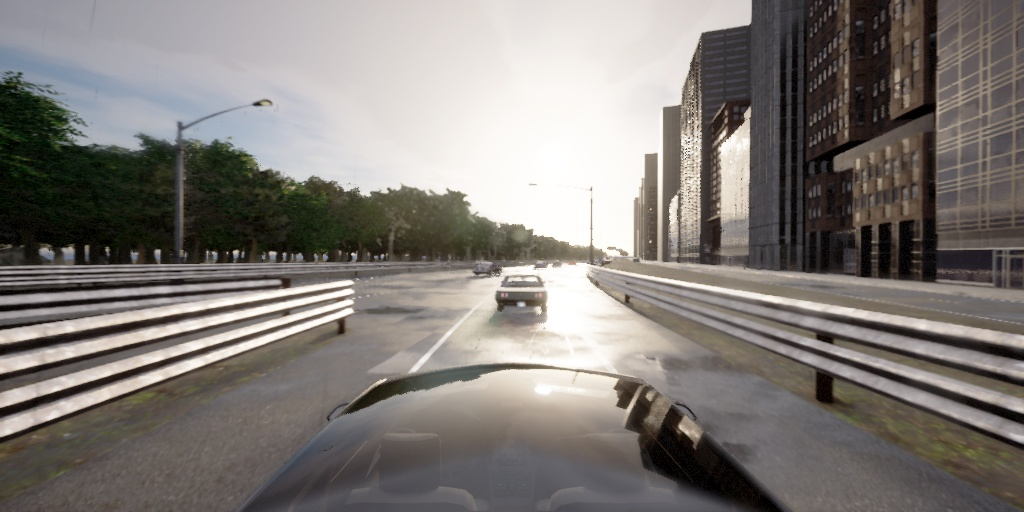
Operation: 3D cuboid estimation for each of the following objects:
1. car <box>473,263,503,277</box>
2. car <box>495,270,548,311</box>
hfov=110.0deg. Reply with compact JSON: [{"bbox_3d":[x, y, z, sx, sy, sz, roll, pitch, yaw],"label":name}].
[{"bbox_3d":[-2.581,1.474,39.478,2.033,1.411,5.357,1,0,17],"label":"car"},{"bbox_3d":[0.473,1.409,14.767,1.895,1.301,4.718,0,0,3],"label":"car"}]
